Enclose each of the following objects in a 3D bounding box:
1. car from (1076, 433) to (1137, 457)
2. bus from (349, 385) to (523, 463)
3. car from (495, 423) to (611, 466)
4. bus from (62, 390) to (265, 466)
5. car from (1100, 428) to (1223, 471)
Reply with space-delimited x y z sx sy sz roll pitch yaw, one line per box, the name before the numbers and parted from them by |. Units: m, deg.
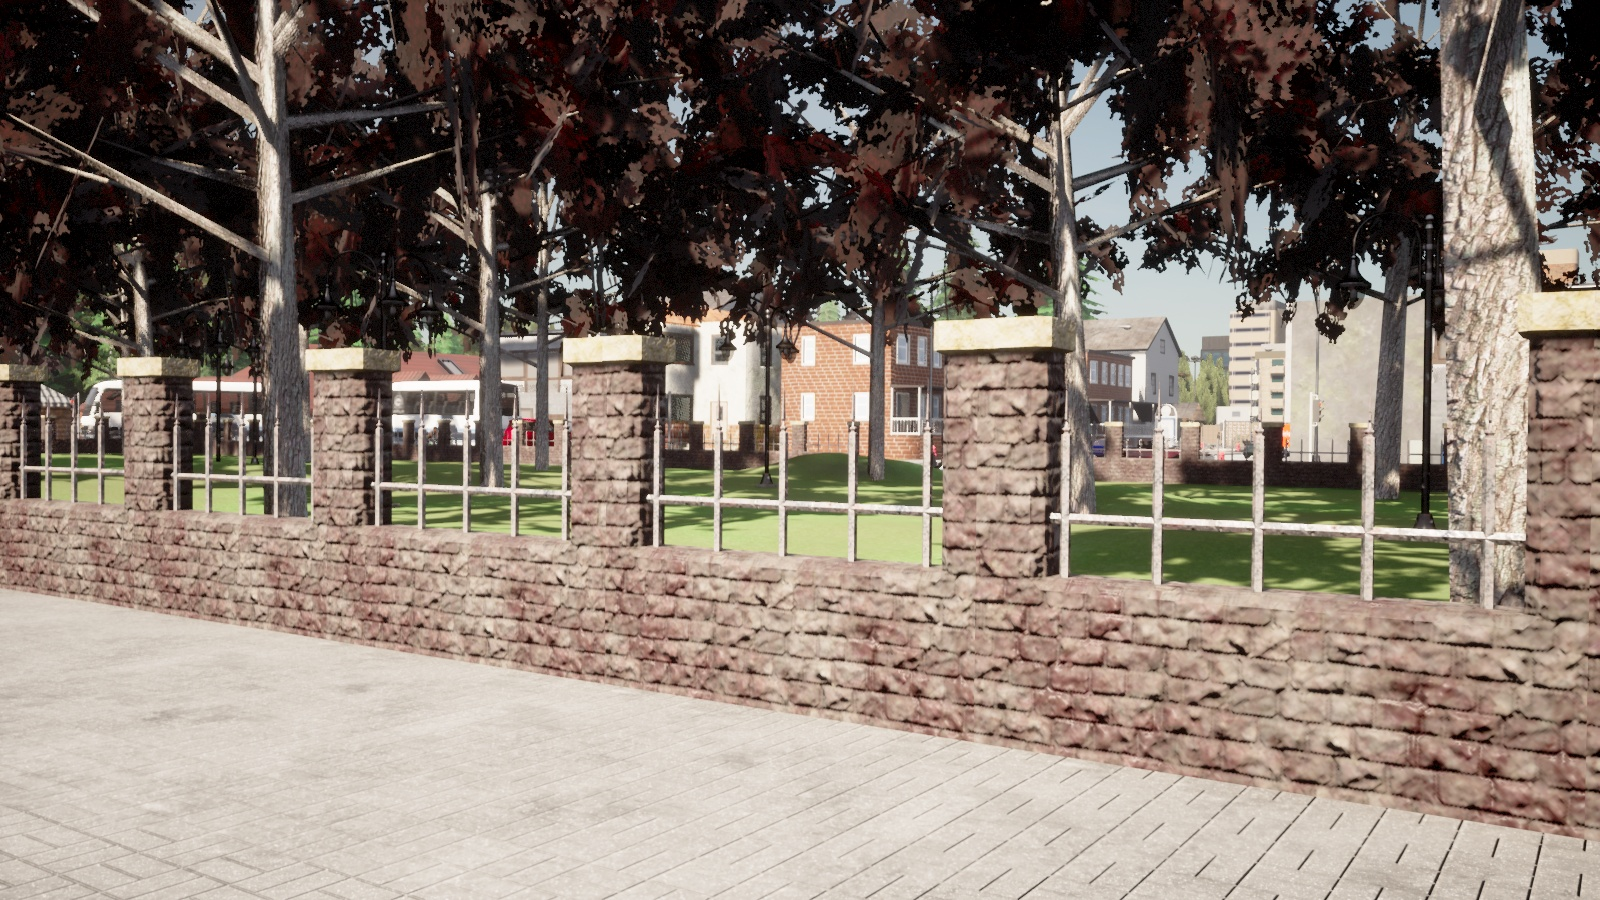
car | 17.647 -0.319 72.213 1.895 1.301 4.718 0 1 34
bus | -21.177 -1.459 72.714 10.273 4.253 3.944 0 1 34
car | -12.168 -0.293 61.803 5.566 2.045 2.150 0 1 30
bus | -37.955 -1.344 75.136 10.273 4.253 3.944 -1 1 -36
car | 13.003 -0.042 45.224 3.806 1.475 1.970 0 1 38
